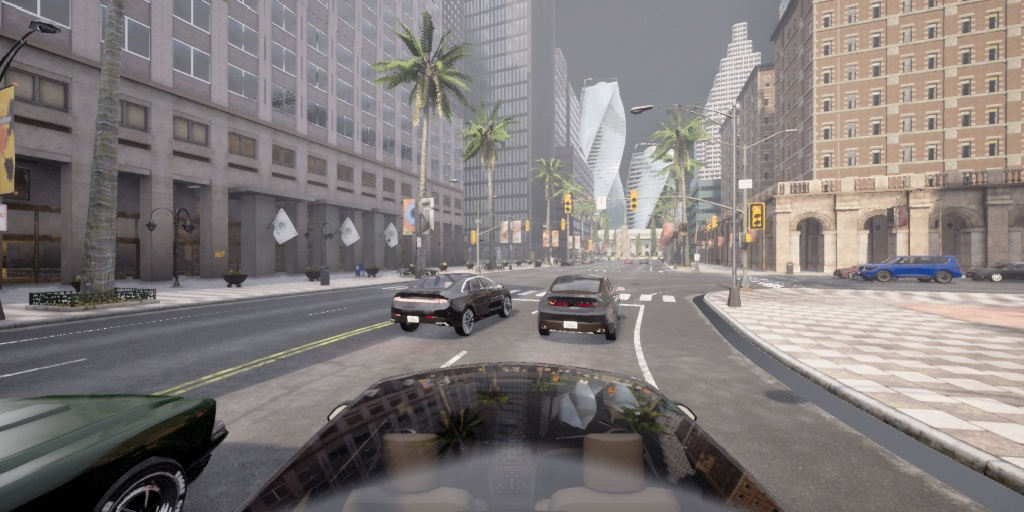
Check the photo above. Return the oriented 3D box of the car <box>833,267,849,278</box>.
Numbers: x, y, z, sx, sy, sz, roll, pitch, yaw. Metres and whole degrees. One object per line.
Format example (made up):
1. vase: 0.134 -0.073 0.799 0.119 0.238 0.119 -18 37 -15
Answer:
1. car: 30.394 1.314 30.759 4.181 1.385 1.994 0 0 21

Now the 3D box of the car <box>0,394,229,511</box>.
1. car: -3.312 1.351 0.814 1.895 1.301 4.718 0 0 1

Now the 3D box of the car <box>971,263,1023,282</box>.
1. car: 38.550 1.255 27.554 4.892 1.490 1.837 0 0 22

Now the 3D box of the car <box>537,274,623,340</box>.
1. car: 2.042 1.255 10.123 1.837 1.490 4.892 0 0 18

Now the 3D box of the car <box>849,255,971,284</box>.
1. car: 29.878 0.971 27.201 5.566 2.045 2.150 0 0 21

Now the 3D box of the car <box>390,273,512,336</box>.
1. car: -1.482 1.242 10.541 2.128 1.511 4.902 0 0 19
